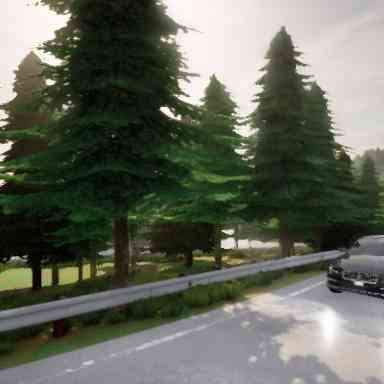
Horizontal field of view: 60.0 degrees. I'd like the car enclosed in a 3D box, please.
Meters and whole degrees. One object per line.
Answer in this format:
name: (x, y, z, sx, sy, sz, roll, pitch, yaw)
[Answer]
car: (5.405, 1.972, 9.174, 1.837, 1.490, 4.892, -1, -5, 44)
